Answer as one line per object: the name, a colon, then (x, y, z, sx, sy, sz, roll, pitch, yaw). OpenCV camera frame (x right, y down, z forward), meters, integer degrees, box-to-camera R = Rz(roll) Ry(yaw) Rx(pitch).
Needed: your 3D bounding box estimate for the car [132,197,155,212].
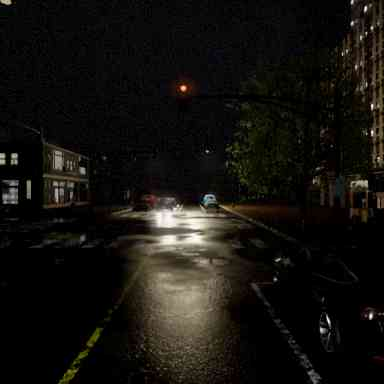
car: (-5.736, 1.584, 38.228, 1.802, 1.307, 4.206, 0, 0, 0)

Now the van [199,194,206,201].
van: (2.587, 1.349, 82.650, 1.690, 1.788, 3.998, 0, 0, 0)

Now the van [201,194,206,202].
van: (2.630, 1.345, 49.344, 1.690, 1.788, 3.998, 0, 0, 0)

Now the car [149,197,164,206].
car: (-5.758, 1.555, 54.881, 2.008, 1.369, 4.403, 0, 0, 0)

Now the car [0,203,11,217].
car: (-17.304, 1.371, 27.216, 4.507, 1.381, 1.887, 1, -1, -1)

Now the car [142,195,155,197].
car: (-5.743, 1.318, 43.779, 2.192, 1.841, 5.009, 0, 0, 0)

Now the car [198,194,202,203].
car: (2.614, 1.556, 60.446, 2.008, 1.369, 4.403, 0, 0, 0)

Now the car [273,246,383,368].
car: (2.687, 1.566, 5.763, 1.947, 1.339, 4.313, 0, 0, 0)

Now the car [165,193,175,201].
car: (-5.802, 1.324, 88.187, 2.192, 1.841, 5.009, 0, 0, 0)

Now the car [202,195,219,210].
car: (2.636, 1.528, 43.962, 1.752, 1.417, 4.829, 0, 0, 0)

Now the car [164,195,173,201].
car: (-5.795, 1.558, 82.636, 2.008, 1.369, 4.403, 0, 0, 0)

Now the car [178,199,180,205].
car: (-3.166, 1.567, 49.137, 1.994, 1.385, 4.181, 0, 0, -1)

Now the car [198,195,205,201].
car: (2.578, 1.534, 88.371, 1.752, 1.417, 4.829, 0, 0, 0)

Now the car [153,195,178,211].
car: (-3.145, 1.494, 40.006, 2.128, 1.511, 4.902, 0, 0, 0)

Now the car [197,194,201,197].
car: (2.600, 1.572, 71.548, 1.947, 1.339, 4.313, 0, 0, 0)
